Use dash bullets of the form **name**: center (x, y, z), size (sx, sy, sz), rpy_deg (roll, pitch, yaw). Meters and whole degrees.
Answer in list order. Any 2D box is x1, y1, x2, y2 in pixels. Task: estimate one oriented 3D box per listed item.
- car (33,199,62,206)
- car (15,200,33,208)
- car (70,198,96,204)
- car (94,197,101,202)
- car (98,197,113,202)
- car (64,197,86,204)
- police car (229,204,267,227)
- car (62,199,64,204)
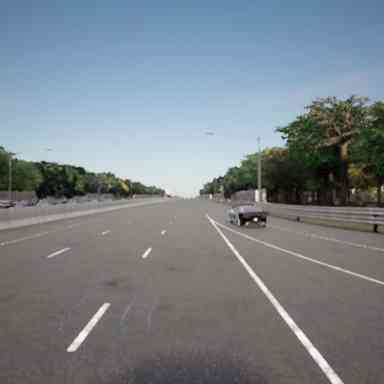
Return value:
- **car**: center (-24.587, 1.964, 56.640), size (2.097, 1.767, 4.553), rpy_deg (0, -1, 1)
- **car**: center (-28.078, 2.134, 56.260), size (1.812, 1.442, 4.674), rpy_deg (0, -1, 1)
- **car**: center (-17.610, 2.149, 54.078), size (1.994, 1.385, 4.181), rpy_deg (0, -1, 0)
- **car**: center (-21.068, 2.040, 74.616), size (2.150, 2.045, 5.566), rpy_deg (0, -1, 0)
- **car**: center (-17.564, 2.352, 69.718), size (1.895, 1.301, 4.718), rpy_deg (0, -1, 0)
- **car**: center (-21.057, 1.888, 61.582), size (2.150, 2.045, 5.566), rpy_deg (0, -1, 0)
- **police car**: center (4.060, 1.697, 25.071), size (1.930, 1.638, 5.238), rpy_deg (0, -1, -6)
- **car**: center (-28.065, 2.300, 71.362), size (2.128, 1.511, 4.902), rpy_deg (0, -1, 0)
